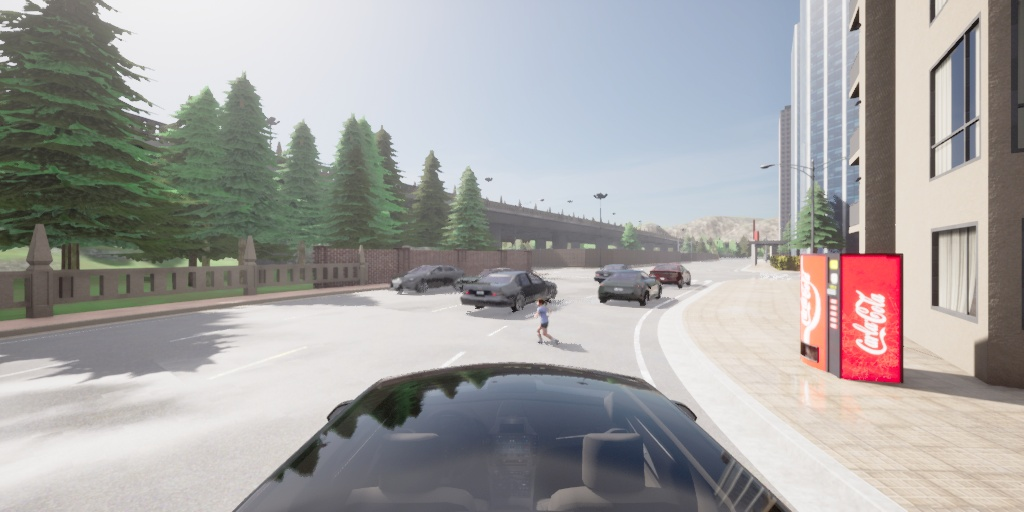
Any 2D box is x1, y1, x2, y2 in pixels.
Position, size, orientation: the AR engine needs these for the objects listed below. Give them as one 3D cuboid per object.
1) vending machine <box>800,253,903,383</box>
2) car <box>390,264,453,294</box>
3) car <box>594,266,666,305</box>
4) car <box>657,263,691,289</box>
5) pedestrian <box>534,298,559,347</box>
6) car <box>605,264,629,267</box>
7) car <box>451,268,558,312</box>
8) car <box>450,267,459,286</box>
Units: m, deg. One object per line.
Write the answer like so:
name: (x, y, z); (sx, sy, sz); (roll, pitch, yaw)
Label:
vending machine: (5.422, 0.945, 5.815); (1.100, 2.100, 0.880); (0, 0, 14)
car: (-4.636, 1.241, 20.378); (2.128, 1.511, 4.902); (0, 0, 32)
car: (5.387, 1.313, 16.137); (1.994, 1.385, 4.181); (0, 0, 33)
car: (10.453, 1.227, 23.608); (1.882, 1.535, 5.008); (0, 0, 35)
pedestrian: (0.713, 1.424, 8.020); (0.500, 1.100, 0.500); (0, 0, 16)
car: (7.624, 1.296, 25.695); (2.033, 1.411, 5.357); (0, 0, 35)
car: (0.108, 1.297, 14.364); (2.033, 1.411, 5.357); (0, 0, 28)
car: (-0.944, 1.350, 19.754); (1.895, 1.301, 4.718); (0, 0, 33)
